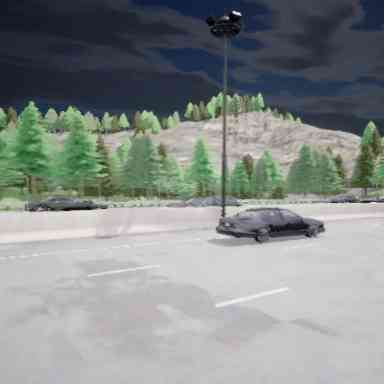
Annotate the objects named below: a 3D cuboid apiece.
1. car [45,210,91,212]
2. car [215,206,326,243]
[{"bbox_3d":[-9.461,1.232,27.149,4.718,1.301,1.895,0,1,-33],"label":"car"},{"bbox_3d":[3.655,1.416,15.157,5.357,1.411,2.033,0,1,-30],"label":"car"}]
